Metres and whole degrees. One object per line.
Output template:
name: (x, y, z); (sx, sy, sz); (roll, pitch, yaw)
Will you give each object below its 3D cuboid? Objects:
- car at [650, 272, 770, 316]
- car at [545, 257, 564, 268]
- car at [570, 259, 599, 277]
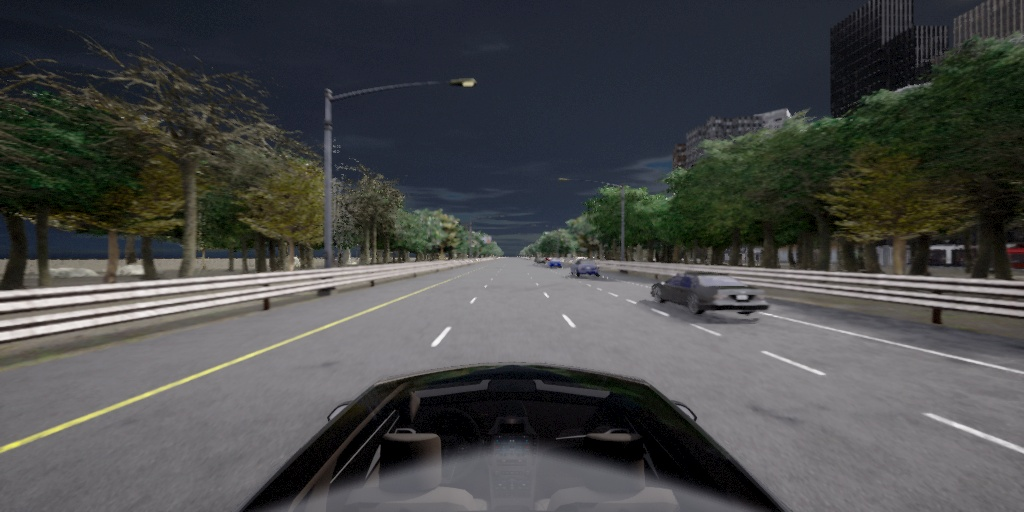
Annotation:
car: (7.004, 1.304, 13.427); (2.033, 1.411, 5.357); (0, 0, 0)
car: (7.134, 1.250, 60.410); (1.882, 1.535, 5.008); (0, 0, 0)
car: (7.053, 1.115, 35.307); (2.097, 1.767, 4.553); (0, 0, 0)
